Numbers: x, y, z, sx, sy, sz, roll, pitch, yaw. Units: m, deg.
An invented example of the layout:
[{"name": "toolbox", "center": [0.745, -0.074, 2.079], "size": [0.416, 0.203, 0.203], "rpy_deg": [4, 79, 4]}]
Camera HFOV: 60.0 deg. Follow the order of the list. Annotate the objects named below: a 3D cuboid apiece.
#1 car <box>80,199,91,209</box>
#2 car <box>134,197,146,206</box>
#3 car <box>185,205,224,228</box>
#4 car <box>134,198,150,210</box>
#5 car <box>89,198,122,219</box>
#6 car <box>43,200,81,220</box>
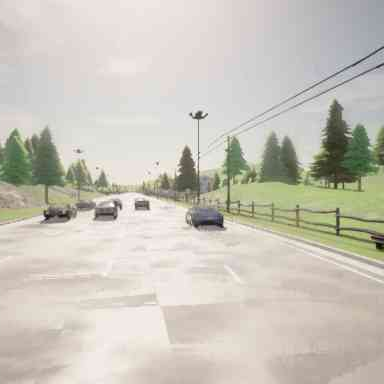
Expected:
[{"name": "car", "center": [-13.280, 1.547, 41.463], "size": [2.033, 1.411, 5.357], "rpy_deg": [0, 0, -9]}, {"name": "car", "center": [-8.863, 1.601, 56.478], "size": [1.895, 1.301, 4.718], "rpy_deg": [0, 0, -10]}, {"name": "car", "center": [0.772, 1.564, 22.472], "size": [1.994, 1.385, 4.181], "rpy_deg": [0, 0, -10]}, {"name": "car", "center": [-6.568, 1.491, 43.731], "size": [2.128, 1.511, 4.902], "rpy_deg": [0, 0, -10]}, {"name": "car", "center": [-7.584, 1.547, 29.648], "size": [2.033, 1.411, 5.357], "rpy_deg": [0, 0, -10]}, {"name": "car", "center": [-10.769, 1.600, 27.565], "size": [1.895, 1.301, 4.718], "rpy_deg": [0, 0, -10]}]
